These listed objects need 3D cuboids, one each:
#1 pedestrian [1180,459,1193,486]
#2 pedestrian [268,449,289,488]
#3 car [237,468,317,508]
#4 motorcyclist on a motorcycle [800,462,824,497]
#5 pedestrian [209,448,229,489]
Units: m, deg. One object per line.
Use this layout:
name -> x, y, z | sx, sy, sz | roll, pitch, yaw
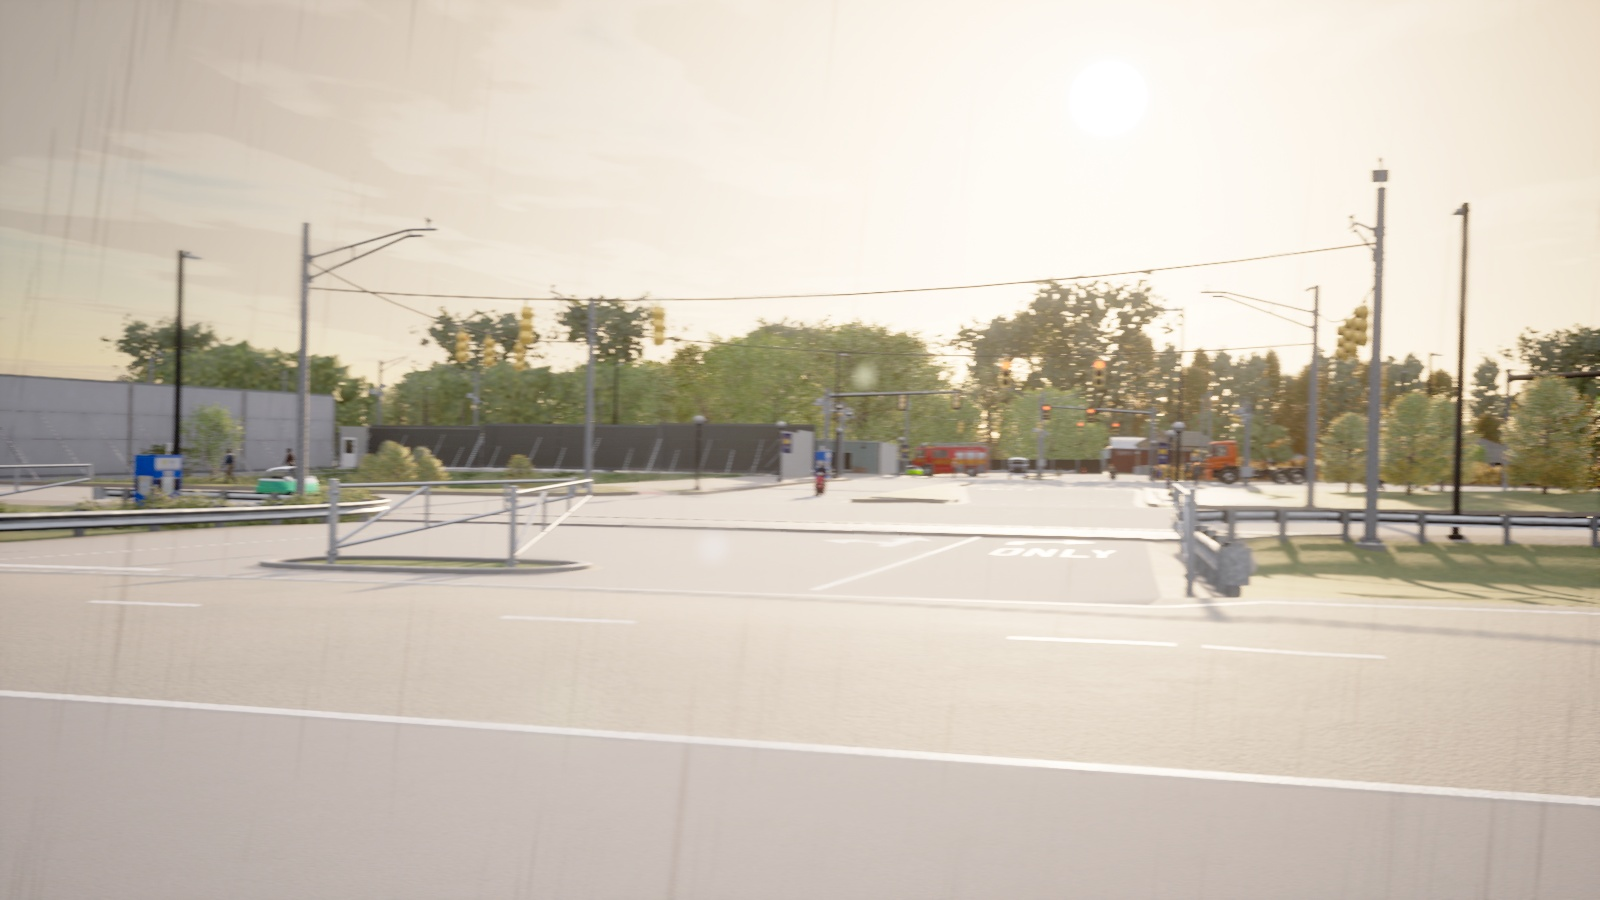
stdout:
pedestrian -> 28.221, 1.614, 91.713 | 0.659, 1.952, 0.873 | 1, 1, 2
pedestrian -> -24.811, 0.881, 59.761 | 0.869, 1.805, 0.328 | 1, 1, 13
car -> -18.702, 1.344, 44.940 | 2.207, 1.376, 1.481 | 0, 0, 15
motorcyclist on a motorcycle -> 0.569, 1.375, 58.723 | 0.866, 1.590, 1.817 | 0, 0, 9
pedestrian -> -28.225, 0.904, 61.002 | 0.788, 1.949, 0.423 | 1, 1, 14
